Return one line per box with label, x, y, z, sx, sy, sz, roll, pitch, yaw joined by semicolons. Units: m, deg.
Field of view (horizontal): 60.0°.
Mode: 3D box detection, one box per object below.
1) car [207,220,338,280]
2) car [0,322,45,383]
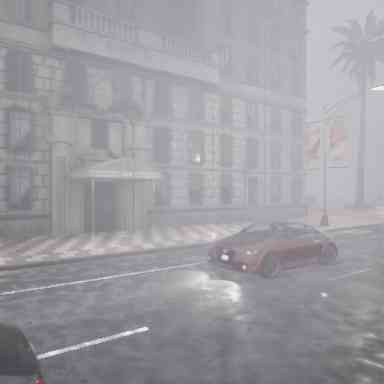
car;2.503;1.564;10.041;4.181;1.385;1.994;0;0;-35
car;-3.051;1.564;1.819;4.181;1.385;1.994;0;0;-35
